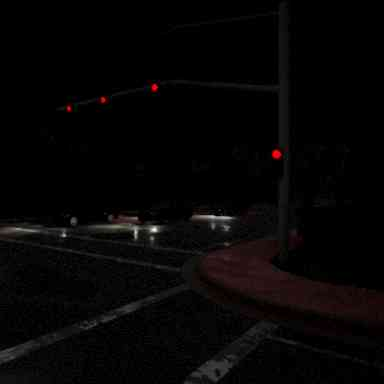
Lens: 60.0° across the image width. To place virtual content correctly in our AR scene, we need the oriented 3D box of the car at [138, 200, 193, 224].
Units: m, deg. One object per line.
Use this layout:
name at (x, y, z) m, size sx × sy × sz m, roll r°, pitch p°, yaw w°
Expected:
car at (-1.909, 1.473, 24.996) m, size 1.882 × 1.535 × 5.008 m, roll 0°, pitch 0°, yaw 36°

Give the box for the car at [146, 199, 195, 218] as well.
car at (-1.893, 1.499, 31.020) m, size 1.837 × 1.490 × 4.892 m, roll 0°, pitch 0°, yaw 36°

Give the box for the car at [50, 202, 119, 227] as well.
car at (-7.425, 1.472, 23.305) m, size 1.882 × 1.535 × 5.008 m, roll 0°, pitch 0°, yaw 36°

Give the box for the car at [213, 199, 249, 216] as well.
car at (3.951, 1.500, 33.134) m, size 1.837 × 1.490 × 4.892 m, roll 0°, pitch 0°, yaw 36°
